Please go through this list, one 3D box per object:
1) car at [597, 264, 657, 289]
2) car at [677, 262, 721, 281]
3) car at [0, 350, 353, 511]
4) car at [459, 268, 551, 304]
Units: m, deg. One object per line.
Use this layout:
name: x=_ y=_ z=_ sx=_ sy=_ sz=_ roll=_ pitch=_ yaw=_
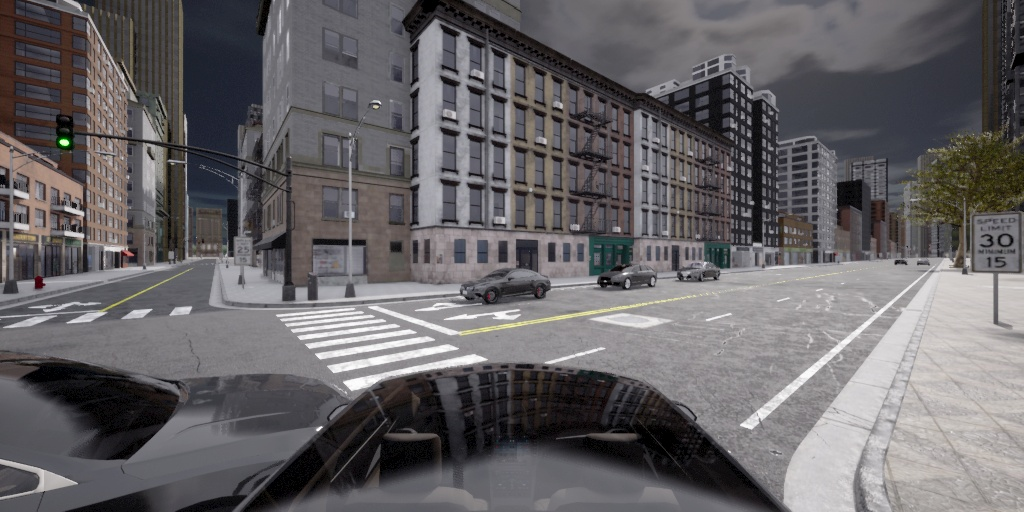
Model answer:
car: x=7.440 y=1.256 z=22.942 sx=4.892 sy=1.490 sz=1.837 roll=0 pitch=0 yaw=-39
car: x=15.389 y=1.233 z=29.486 sx=4.902 sy=1.511 sz=2.128 roll=0 pitch=0 yaw=-39
car: x=-3.239 y=1.257 z=1.646 sx=4.892 sy=1.490 sz=1.837 roll=0 pitch=0 yaw=-35
car: x=-0.194 y=1.285 z=16.647 sx=4.674 sy=1.442 sz=1.812 roll=0 pitch=0 yaw=-40
